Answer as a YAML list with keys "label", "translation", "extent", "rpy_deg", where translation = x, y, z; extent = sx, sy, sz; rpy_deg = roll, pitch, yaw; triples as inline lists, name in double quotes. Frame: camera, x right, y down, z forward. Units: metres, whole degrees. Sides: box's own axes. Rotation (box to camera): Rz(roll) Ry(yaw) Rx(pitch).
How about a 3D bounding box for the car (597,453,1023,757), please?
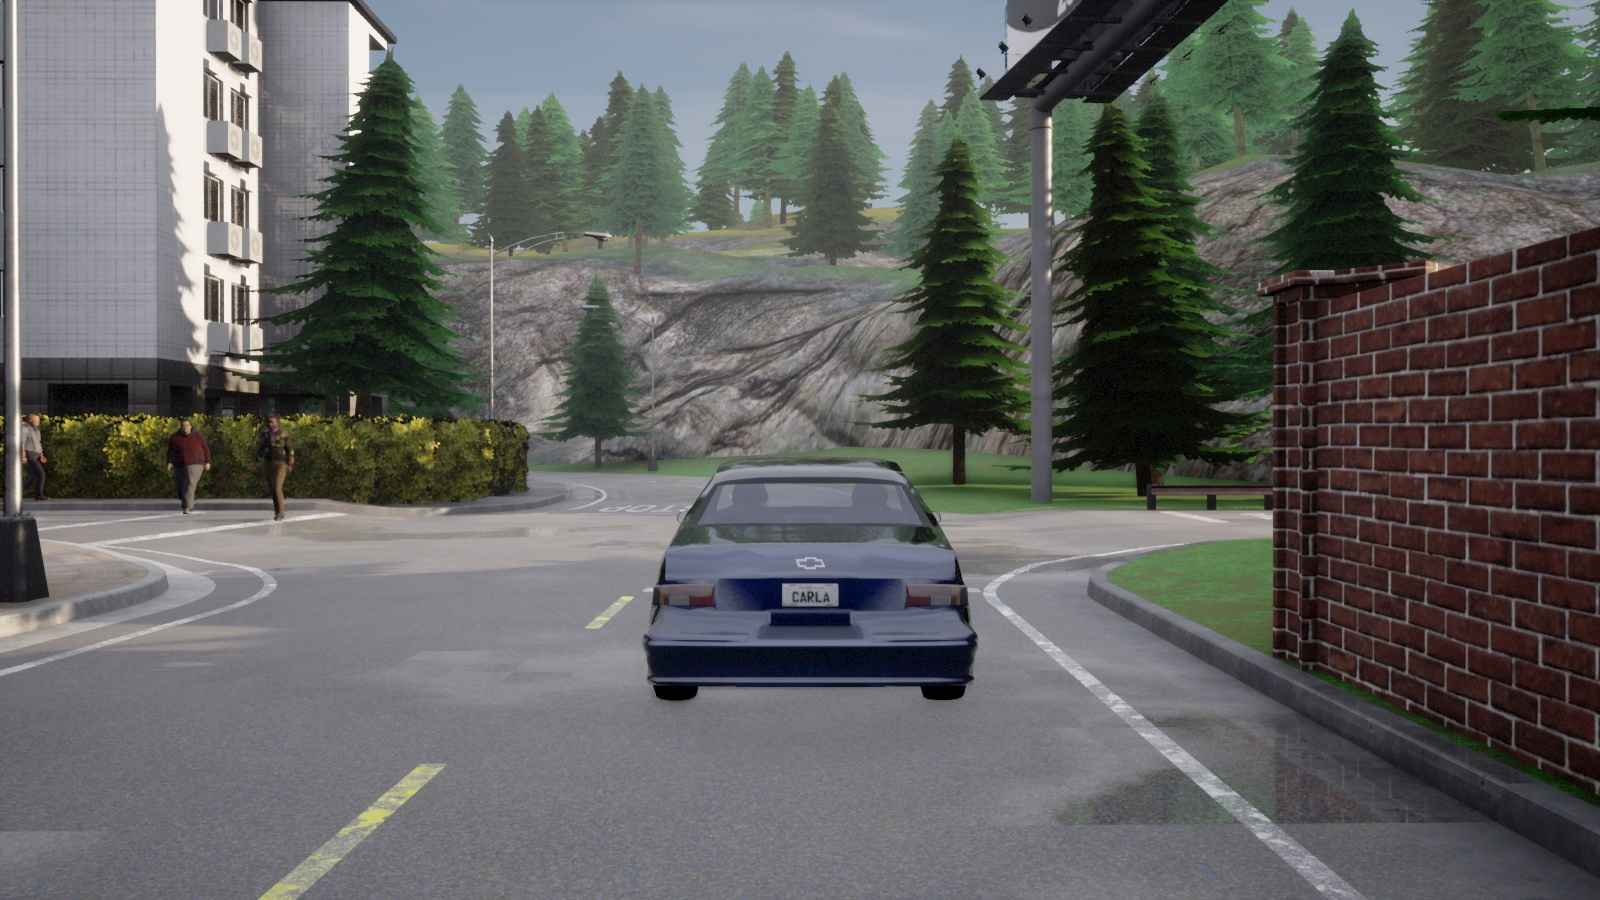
- label: "car"
  translation: [0.061, 0.745, 8.677]
  extent: [2.033, 1.411, 5.357]
  rpy_deg: [0, 0, 0]

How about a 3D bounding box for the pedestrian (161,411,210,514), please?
- label: "pedestrian"
  translation: [-11.255, 0.228, 23.019]
  extent: [0.634, 1.844, 0.899]
  rpy_deg: [0, 0, -15]

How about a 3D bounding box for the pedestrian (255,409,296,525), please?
- label: "pedestrian"
  translation: [-8.823, 0.280, 21.140]
  extent: [0.395, 1.930, 0.692]
  rpy_deg: [0, 0, 1]

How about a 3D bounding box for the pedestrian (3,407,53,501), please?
- label: "pedestrian"
  translation: [-15.305, 0.074, 24.918]
  extent: [0.694, 1.848, 0.540]
  rpy_deg: [0, 0, -11]
